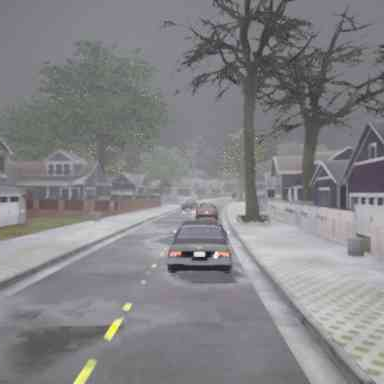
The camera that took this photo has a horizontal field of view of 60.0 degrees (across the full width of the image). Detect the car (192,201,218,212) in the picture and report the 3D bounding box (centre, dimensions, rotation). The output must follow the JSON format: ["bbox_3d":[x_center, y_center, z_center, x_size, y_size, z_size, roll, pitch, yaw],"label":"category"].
[{"bbox_3d":[1.416,1.713,30.513,1.994,1.385,4.181,0,0,5],"label":"car"}]

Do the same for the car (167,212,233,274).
[{"bbox_3d":[0.290,1.614,10.796,2.033,1.411,5.357,0,0,2],"label":"car"}]

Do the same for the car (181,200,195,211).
[{"bbox_3d":[-0.231,1.732,43.912,2.033,1.411,5.357,0,0,7],"label":"car"}]
